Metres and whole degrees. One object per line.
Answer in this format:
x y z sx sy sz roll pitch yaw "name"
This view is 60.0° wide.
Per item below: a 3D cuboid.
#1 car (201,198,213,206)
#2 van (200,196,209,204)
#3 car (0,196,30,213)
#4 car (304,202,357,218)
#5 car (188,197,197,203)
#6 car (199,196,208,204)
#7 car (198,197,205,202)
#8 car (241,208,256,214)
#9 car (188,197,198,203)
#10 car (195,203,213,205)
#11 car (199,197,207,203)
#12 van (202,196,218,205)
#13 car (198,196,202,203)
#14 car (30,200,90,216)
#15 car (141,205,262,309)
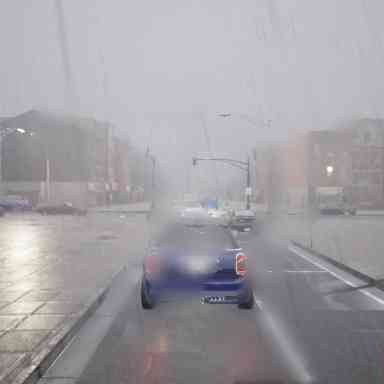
2.684 1.793 60.911 2.008 1.369 4.403 -1 -1 0 "car"
2.689 1.674 71.494 1.690 1.788 3.998 -1 -1 0 "van"
-18.561 1.153 33.112 4.553 1.767 2.097 1 1 0 "car"
13.708 1.722 33.025 4.902 1.511 2.128 1 1 0 "car"
0.089 2.003 85.890 2.128 1.511 4.902 0 -1 0 "car"
2.696 1.824 76.783 1.967 1.590 4.097 -1 -1 0 "car"
2.715 2.138 92.651 1.802 1.307 4.206 -2 -1 0 "car"
2.644 1.572 18.083 2.008 1.369 4.403 -1 0 0 "car"
0.081 1.970 75.923 1.895 1.301 4.718 0 -1 0 "car"
0.147 1.546 17.831 1.812 1.442 4.674 0 0 1 "car"
2.704 1.982 82.072 1.887 1.381 4.507 -1 -1 0 "car"
2.665 1.474 45.042 1.690 1.788 3.998 -1 0 0 "van"
2.674 1.516 55.624 2.192 1.841 5.009 -1 0 0 "car"
-11.688 1.458 30.150 4.674 1.442 1.812 1 1 2 "car"
0.106 1.355 8.011 2.097 1.767 4.553 0 0 0 "car"
